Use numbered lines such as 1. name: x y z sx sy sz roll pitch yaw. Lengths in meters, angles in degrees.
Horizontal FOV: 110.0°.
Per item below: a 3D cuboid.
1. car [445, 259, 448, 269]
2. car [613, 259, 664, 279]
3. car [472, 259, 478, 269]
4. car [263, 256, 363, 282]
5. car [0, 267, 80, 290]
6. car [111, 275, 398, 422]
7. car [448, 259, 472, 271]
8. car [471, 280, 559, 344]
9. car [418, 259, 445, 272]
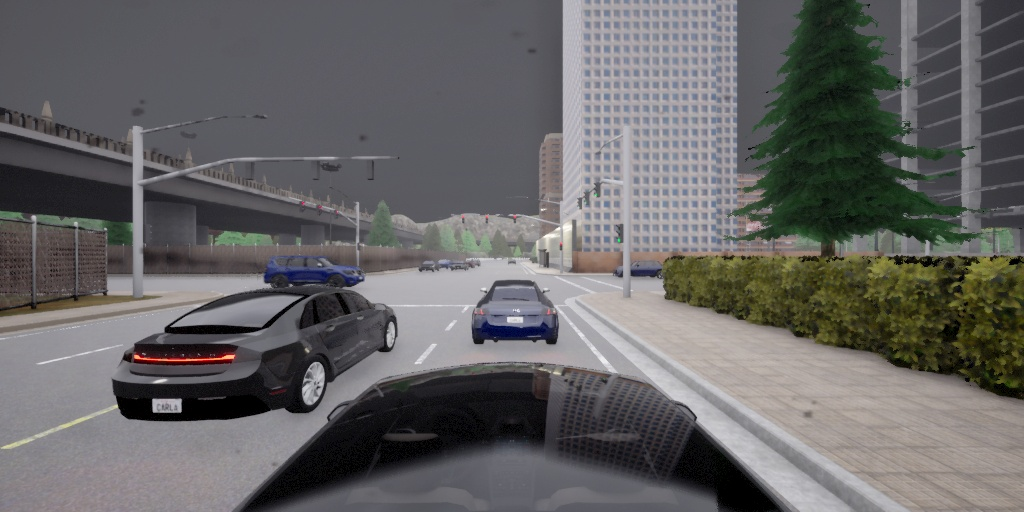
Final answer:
1. car: -10.599 1.228 55.881 1.882 1.535 5.008 0 0 0
2. car: 11.637 1.157 32.856 4.553 1.767 2.097 0 0 0
3. car: -7.094 1.351 57.938 1.895 1.301 4.718 0 0 0
4. car: -12.130 0.996 22.086 5.566 2.045 2.150 0 0 -2
5. car: -29.451 1.370 22.062 4.181 1.385 1.994 0 0 0
6. car: -3.441 1.255 6.020 1.837 1.490 4.892 0 0 0
7. car: -7.095 1.314 49.184 1.994 1.385 4.181 0 0 0
8. car: 0.077 1.314 9.564 1.994 1.385 4.181 0 0 0
9. car: -10.602 1.297 46.431 2.033 1.411 5.357 0 0 0
